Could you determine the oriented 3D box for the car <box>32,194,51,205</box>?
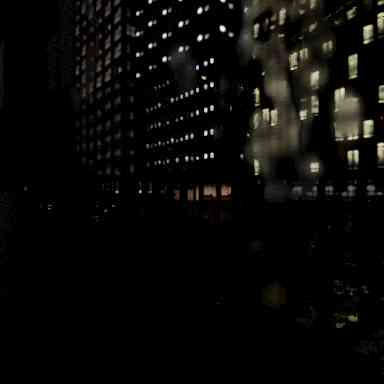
[{"bbox_3d":[-21.584,0.986,47.622,2.128,1.511,4.902,0,1,-37],"label":"car"}]

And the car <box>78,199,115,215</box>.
[{"bbox_3d":[-8.672,1.280,30.152,1.895,1.301,4.718,0,1,-37],"label":"car"}]
